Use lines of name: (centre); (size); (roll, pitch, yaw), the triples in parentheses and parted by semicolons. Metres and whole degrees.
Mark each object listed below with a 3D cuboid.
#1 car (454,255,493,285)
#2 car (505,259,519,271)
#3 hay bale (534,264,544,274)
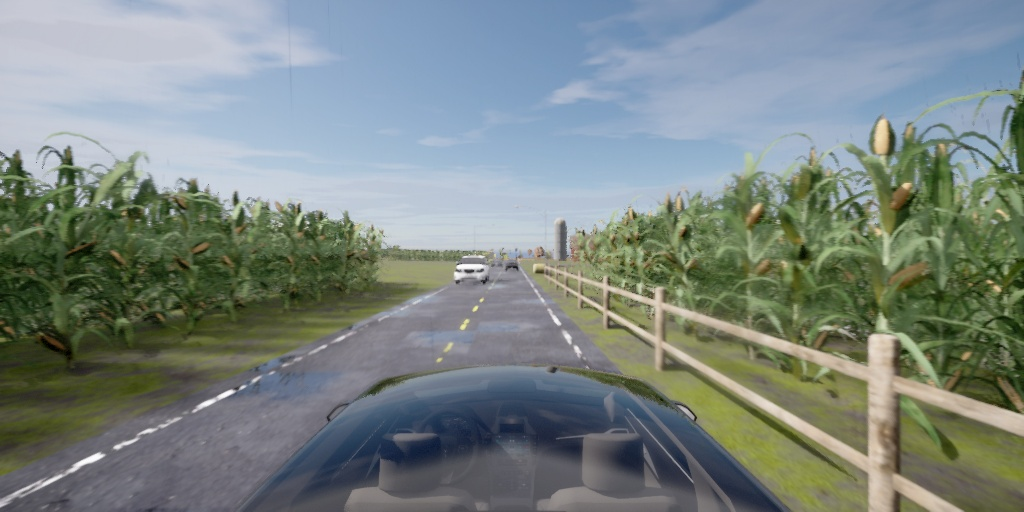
car: (-2.844, 0.974, 26.533); (2.150, 2.045, 5.566); (0, 0, 0)
car: (0.015, 1.278, 49.542); (1.837, 1.490, 4.892); (0, -1, 0)
hay bale: (3.126, 1.419, 41.385); (1.220, 1.180, 1.240); (0, 0, 0)
